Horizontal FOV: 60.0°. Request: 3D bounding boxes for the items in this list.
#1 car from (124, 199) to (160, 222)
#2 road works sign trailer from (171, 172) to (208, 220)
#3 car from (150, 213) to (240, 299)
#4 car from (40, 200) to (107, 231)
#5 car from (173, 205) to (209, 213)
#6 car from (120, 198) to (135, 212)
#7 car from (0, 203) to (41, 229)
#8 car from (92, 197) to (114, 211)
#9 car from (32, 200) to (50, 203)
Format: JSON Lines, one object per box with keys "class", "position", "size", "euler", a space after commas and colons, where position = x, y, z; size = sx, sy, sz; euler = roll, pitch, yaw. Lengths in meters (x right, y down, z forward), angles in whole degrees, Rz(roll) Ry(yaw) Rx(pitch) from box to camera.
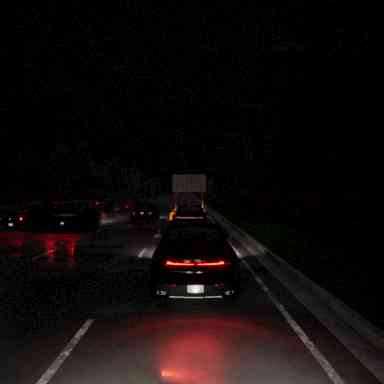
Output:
{"class": "car", "position": [-3.599, 1.547, 26.138], "size": [2.033, 1.411, 5.357], "euler": [0, 0, -1]}
{"class": "road works sign trailer", "position": [-0.191, 0.464, 22.687], "size": [2.380, 3.560, 2.880], "euler": [0, 0, -3]}
{"class": "car", "position": [0.045, 1.505, 8.427], "size": [1.837, 1.490, 4.892], "euler": [0, 0, 0]}
{"class": "car", "position": [-7.057, 1.490, 20.478], "size": [2.128, 1.511, 4.902], "euler": [0, 0, -1]}
{"class": "car", "position": [-0.074, 1.488, 18.817], "size": [2.128, 1.511, 4.902], "euler": [0, 0, 1]}
{"class": "car", "position": [-7.228, 1.477, 39.313], "size": [1.882, 1.535, 5.008], "euler": [0, 0, -1]}
{"class": "car", "position": [-10.568, 1.600, 21.658], "size": [1.895, 1.301, 4.718], "euler": [0, 0, -1]}
{"class": "car", "position": [-10.730, 1.351, 39.763], "size": [2.097, 1.767, 4.553], "euler": [0, 0, -1]}
{"class": "car", "position": [-14.156, 1.525, 31.527], "size": [1.812, 1.442, 4.674], "euler": [0, 0, -1]}
